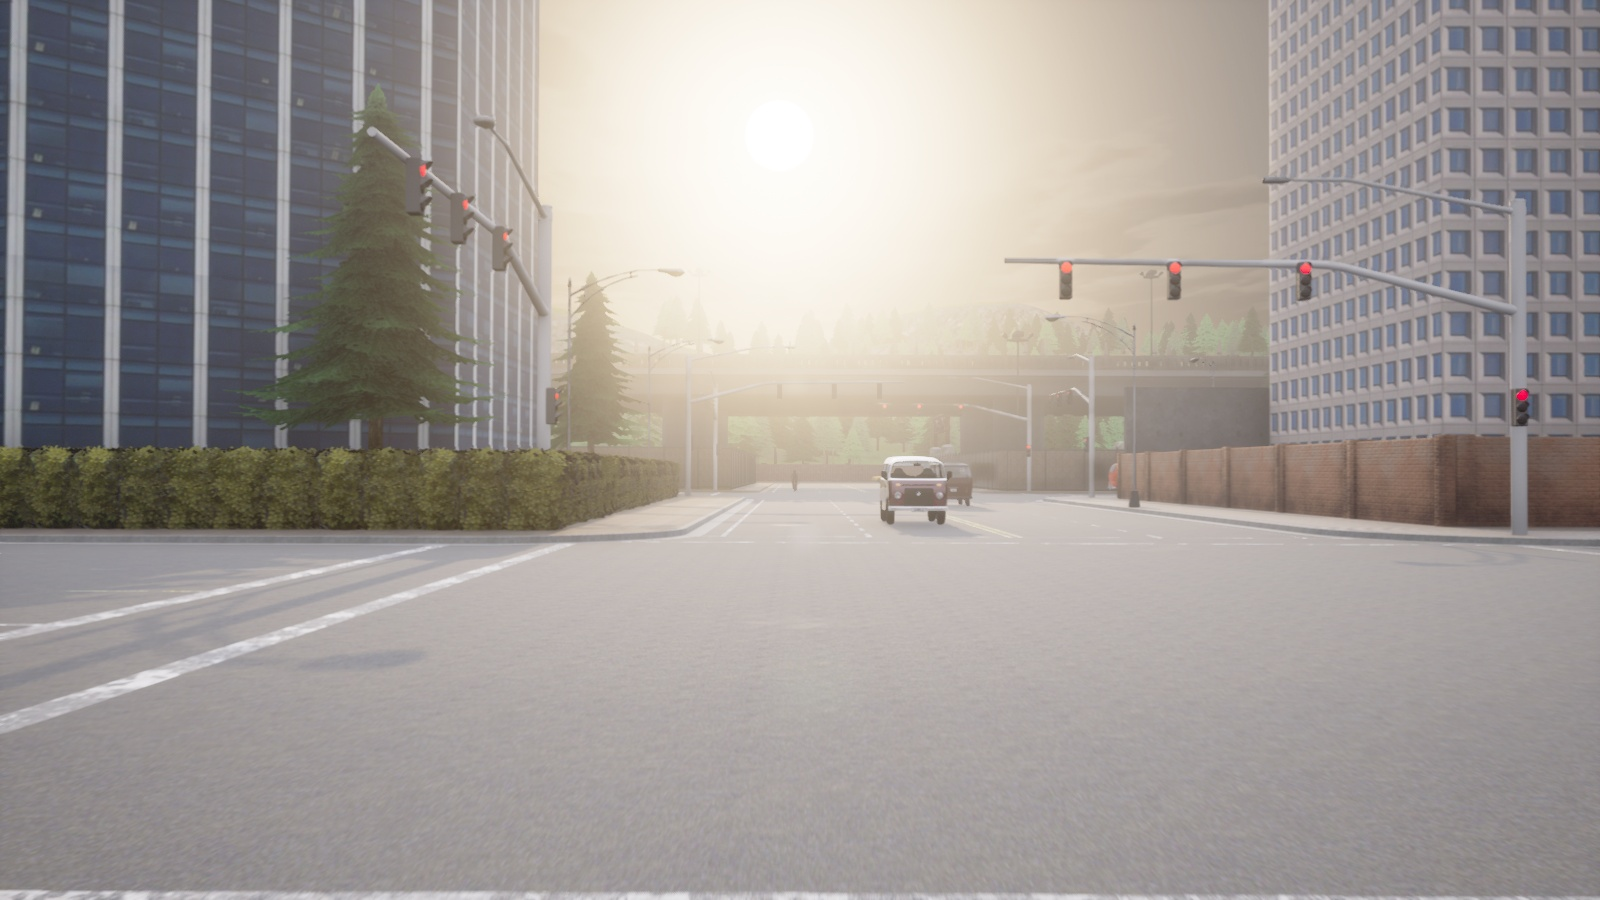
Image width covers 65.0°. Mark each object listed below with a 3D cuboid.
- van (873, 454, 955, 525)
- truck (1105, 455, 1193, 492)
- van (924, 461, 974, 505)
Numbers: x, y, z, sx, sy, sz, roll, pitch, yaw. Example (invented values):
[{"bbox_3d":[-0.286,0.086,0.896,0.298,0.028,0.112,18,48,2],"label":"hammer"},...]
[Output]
[{"bbox_3d":[3.405,1.166,38.324,2.069,2.038,4.480,0,-1,0],"label":"van"},{"bbox_3d":[23.515,1.598,84.803,5.204,2.467,2.627,0,-1,0],"label":"truck"},{"bbox_3d":[6.857,1.515,58.342,1.775,1.987,4.442,0,-1,0],"label":"van"}]
